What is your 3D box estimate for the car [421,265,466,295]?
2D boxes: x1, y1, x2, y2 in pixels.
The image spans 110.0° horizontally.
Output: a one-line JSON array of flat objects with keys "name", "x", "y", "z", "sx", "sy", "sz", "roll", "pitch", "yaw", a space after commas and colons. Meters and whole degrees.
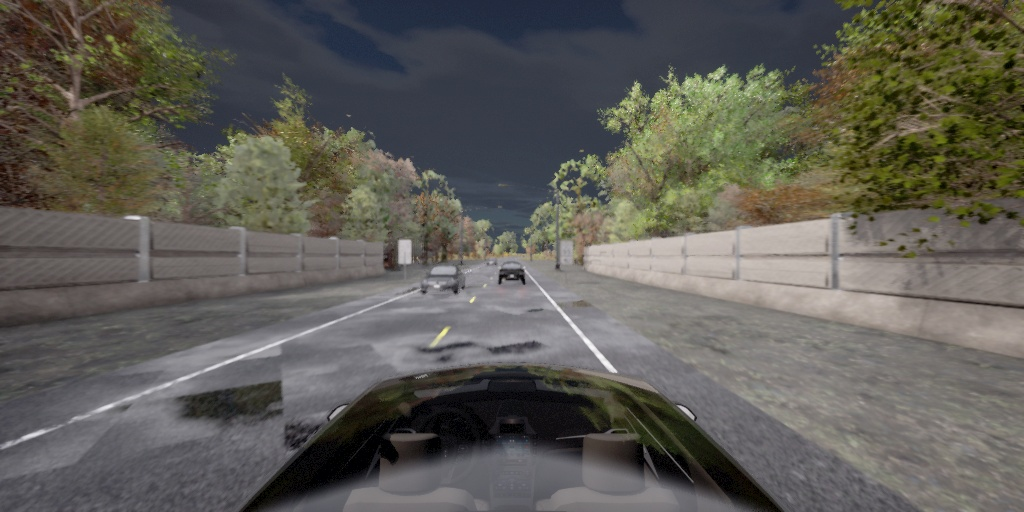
[{"name": "car", "x": -3.599, "y": 1.214, "z": 19.520, "sx": 1.812, "sy": 1.442, "sz": 4.674, "roll": 0, "pitch": 0, "yaw": 0}]

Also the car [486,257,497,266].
[{"name": "car", "x": -3.538, "y": 1.014, "z": 63.619, "sx": 2.128, "sy": 1.511, "sz": 4.902, "roll": 0, "pitch": 0, "yaw": 0}]

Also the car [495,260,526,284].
[{"name": "car", "x": 0.001, "y": 1.164, "z": 26.147, "sx": 1.882, "sy": 1.535, "sz": 5.008, "roll": 0, "pitch": 0, "yaw": 0}]
